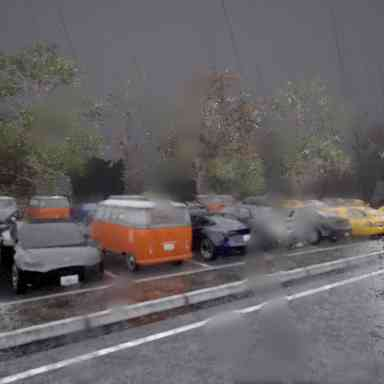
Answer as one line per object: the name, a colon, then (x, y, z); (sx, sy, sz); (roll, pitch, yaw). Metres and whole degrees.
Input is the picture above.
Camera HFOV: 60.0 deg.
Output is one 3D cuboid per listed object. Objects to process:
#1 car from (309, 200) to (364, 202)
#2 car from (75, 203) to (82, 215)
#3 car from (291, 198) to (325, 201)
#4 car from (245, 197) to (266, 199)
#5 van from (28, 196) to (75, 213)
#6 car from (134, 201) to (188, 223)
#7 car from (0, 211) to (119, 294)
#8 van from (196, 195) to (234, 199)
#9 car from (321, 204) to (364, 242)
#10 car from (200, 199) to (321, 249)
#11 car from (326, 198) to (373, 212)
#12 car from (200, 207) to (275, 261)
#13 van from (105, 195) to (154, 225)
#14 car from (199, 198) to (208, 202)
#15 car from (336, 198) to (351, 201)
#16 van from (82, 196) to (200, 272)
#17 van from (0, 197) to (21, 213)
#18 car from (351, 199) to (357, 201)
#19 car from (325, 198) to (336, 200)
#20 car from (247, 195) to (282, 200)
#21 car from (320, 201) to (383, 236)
car: (9.507, 1.484, 18.657); (1.946, 1.575, 5.366); (0, 0, -35)
car: (-7.066, 1.474, 23.172); (2.097, 1.535, 5.008); (0, 0, -35)
car: (11.112, 1.550, 35.831); (1.946, 1.575, 5.366); (0, 0, -35)
car: (4.244, 1.531, 31.153); (2.163, 1.488, 4.792); (0, 0, -35)
van: (-9.390, 1.255, 21.661); (1.878, 1.987, 4.442); (0, 0, -35)
car: (-2.563, 1.498, 26.395); (2.163, 1.488, 4.792); (0, 0, -35)
car: (-4.063, 1.519, 9.225); (2.163, 1.488, 4.792); (0, 0, -35)
van: (1.800, 1.260, 29.597); (1.878, 1.987, 4.442); (0, 0, -35)
car: (4.982, 1.472, 15.668); (2.231, 1.521, 4.892); (0, 0, -35)
car: (2.693, 1.346, 14.091); (2.185, 1.767, 4.553); (0, 0, -35)
car: (19.946, 1.621, 42.317); (2.097, 1.535, 5.008); (0, 0, -35)
car: (0.432, 1.506, 12.485); (2.163, 1.488, 4.792); (0, 0, -35)
van: (-4.728, 1.244, 24.691); (1.878, 1.987, 4.442); (0, 0, -36)
car: (-0.410, 1.504, 27.922); (2.163, 1.488, 4.792); (0, 0, -35)
car: (15.541, 1.617, 39.163); (2.163, 1.488, 4.792); (0, 0, -35)
van: (-1.884, 1.257, 10.950); (1.878, 1.987, 4.442); (0, 0, -35)
van: (-11.515, 1.262, 19.868); (1.878, 1.987, 4.442); (0, 0, -35)
car: (17.665, 1.478, 40.744); (2.185, 1.767, 4.553); (0, 0, -35)
car: (13.266, 1.610, 37.582); (2.002, 1.452, 4.674); (0, 0, -35)
car: (6.471, 1.267, 32.802); (2.435, 2.045, 5.566); (0, 0, -35)
car: (7.129, 1.474, 17.425); (1.946, 1.575, 5.366); (0, 0, -35)
